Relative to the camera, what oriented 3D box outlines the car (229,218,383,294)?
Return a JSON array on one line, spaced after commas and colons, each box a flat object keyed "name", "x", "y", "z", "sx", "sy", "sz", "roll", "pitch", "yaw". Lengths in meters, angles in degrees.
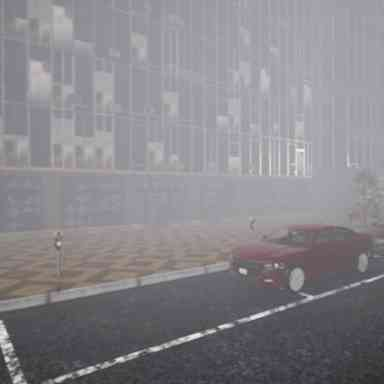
[{"name": "car", "x": 2.963, "y": 1.493, "z": 8.679, "sx": 4.507, "sy": 1.381, "sz": 1.887, "roll": -1, "pitch": 0, "yaw": -36}]
